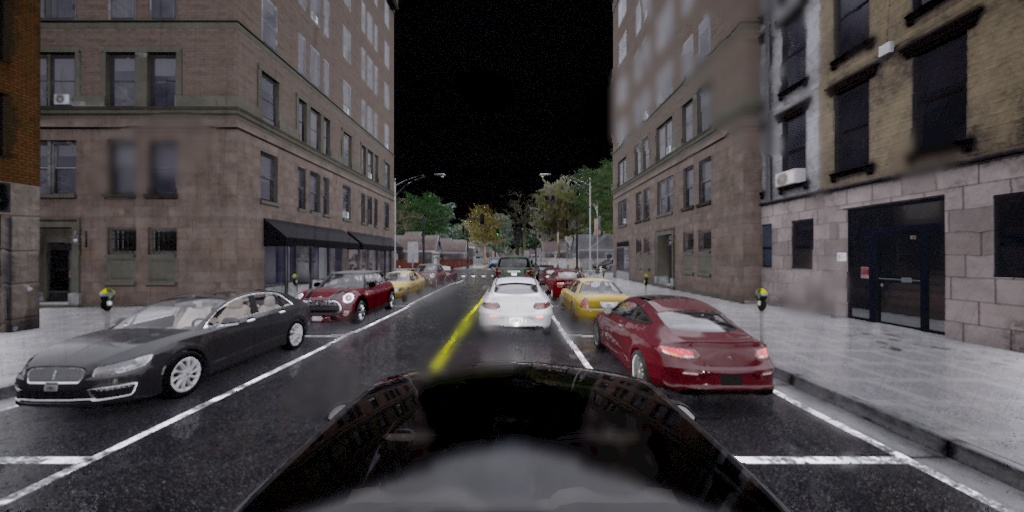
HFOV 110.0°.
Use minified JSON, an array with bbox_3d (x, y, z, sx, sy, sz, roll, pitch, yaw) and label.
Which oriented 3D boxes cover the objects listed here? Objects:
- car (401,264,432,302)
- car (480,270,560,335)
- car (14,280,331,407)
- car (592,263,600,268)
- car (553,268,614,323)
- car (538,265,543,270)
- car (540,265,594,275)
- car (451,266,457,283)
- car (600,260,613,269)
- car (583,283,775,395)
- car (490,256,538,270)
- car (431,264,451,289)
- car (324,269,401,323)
[{"bbox_3d":[-5.385,1.306,17.243,1.751,1.417,4.829,0,0,0],"label":"car"},{"bbox_3d":[0.101,1.291,10.402,1.812,1.442,4.674,0,0,0],"label":"car"},{"bbox_3d":[-5.388,1.308,6.376,2.007,1.370,4.403,0,0,0],"label":"car"},{"bbox_3d":[13.988,1.266,51.410,4.892,1.490,1.837,0,0,1],"label":"car"},{"bbox_3d":[2.639,1.294,12.066,1.751,1.417,4.829,0,0,0],"label":"car"},{"bbox_3d":[2.641,1.374,22.932,1.802,1.307,4.207,0,0,0],"label":"car"},{"bbox_3d":[2.640,1.325,17.414,1.888,1.381,4.507,0,0,0],"label":"car"},{"bbox_3d":[-5.382,1.386,28.451,1.802,1.307,4.207,0,0,0],"label":"car"},{"bbox_3d":[14.491,1.316,48.170,4.181,1.385,1.994,0,0,0],"label":"car"},{"bbox_3d":[2.637,1.339,6.378,1.802,1.307,4.207,0,0,0],"label":"car"},{"bbox_3d":[0.104,1.010,20.446,2.150,2.045,5.566,0,0,0],"label":"car"},{"bbox_3d":[-5.384,1.232,22.932,1.967,1.591,4.097,0,0,0],"label":"car"},{"bbox_3d":[-5.387,1.208,11.895,1.967,1.591,4.097,0,0,0],"label":"car"}]
